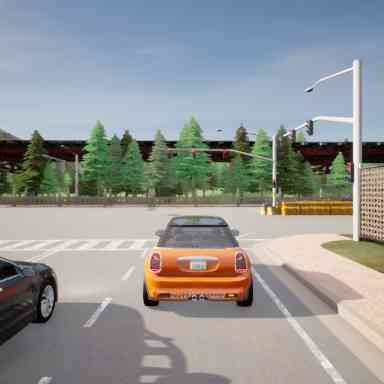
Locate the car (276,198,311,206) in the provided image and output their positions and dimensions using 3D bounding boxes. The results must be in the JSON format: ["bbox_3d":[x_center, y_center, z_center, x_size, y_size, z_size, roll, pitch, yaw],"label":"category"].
[{"bbox_3d":[11.957,1.601,36.710,4.718,1.301,1.895,0,0,-3],"label":"car"}]

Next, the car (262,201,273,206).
[{"bbox_3d":[11.633,1.526,43.739,4.674,1.442,1.812,0,0,-2],"label":"car"}]

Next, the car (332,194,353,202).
[{"bbox_3d":[21.333,1.221,44.037,5.566,2.045,2.150,0,0,-2],"label":"car"}]

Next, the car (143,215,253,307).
[{"bbox_3d":[0.128,1.352,8.161,2.097,1.767,4.553,0,0,0],"label":"car"}]

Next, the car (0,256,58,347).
[{"bbox_3d":[-3.399,1.505,4.285,1.837,1.490,4.892,0,0,0],"label":"car"}]
